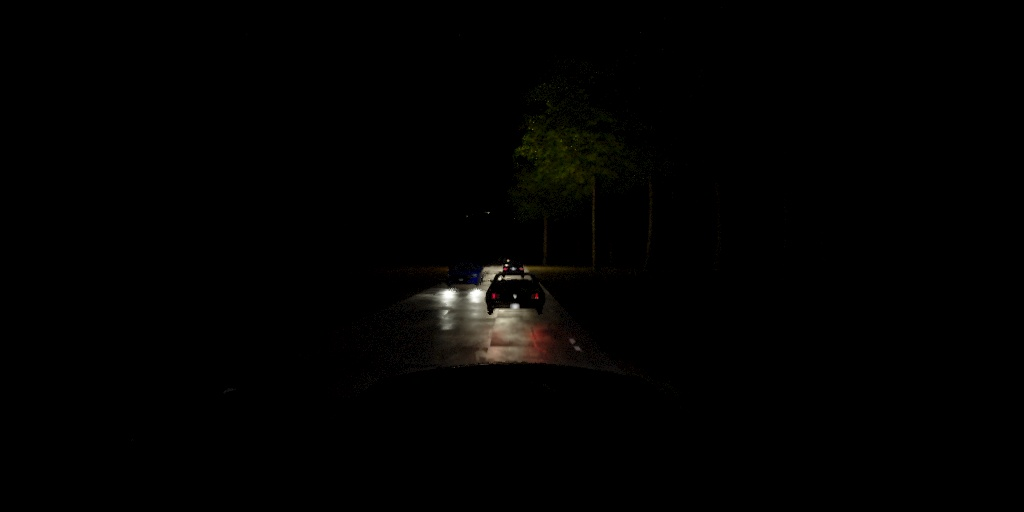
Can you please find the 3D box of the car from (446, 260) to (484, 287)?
[{"bbox_3d":[-2.845,1.041,22.519,1.882,1.535,5.008,0,0,0],"label":"car"}]

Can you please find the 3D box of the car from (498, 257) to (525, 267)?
[{"bbox_3d":[0.101,1.047,30.857,2.033,1.411,5.357,0,0,0],"label":"car"}]

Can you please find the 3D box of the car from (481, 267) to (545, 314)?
[{"bbox_3d":[0.099,1.244,13.215,1.895,1.301,4.718,0,1,0],"label":"car"}]
